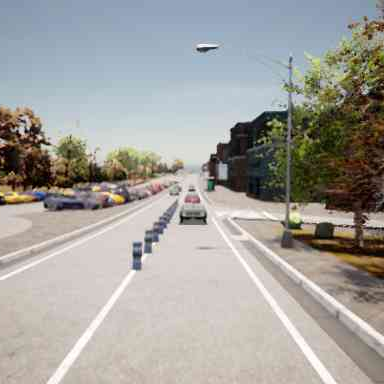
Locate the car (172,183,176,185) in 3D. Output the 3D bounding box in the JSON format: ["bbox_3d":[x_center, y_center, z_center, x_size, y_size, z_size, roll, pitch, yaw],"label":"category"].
[{"bbox_3d":[-3.294,-0.801,79.657,1.882,1.535,5.008,0,3,0],"label":"car"}]

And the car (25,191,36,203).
[{"bbox_3d":[-23.236,0.720,42.256,5.366,1.575,1.946,0,1,0],"label":"car"}]

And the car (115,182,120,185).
[{"bbox_3d":[-22.655,-1.254,89.593,4.674,1.452,2.002,0,3,0],"label":"car"}]

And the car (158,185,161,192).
[{"bbox_3d":[-9.732,-0.225,70.055,5.008,1.535,2.097,0,3,0],"label":"car"}]

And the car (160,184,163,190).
[{"bbox_3d":[-9.688,-0.476,75.622,4.674,1.452,2.002,0,3,0],"label":"car"}]

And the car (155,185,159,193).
[{"bbox_3d":[-9.754,-0.090,67.269,5.008,1.535,2.097,0,3,0],"label":"car"}]

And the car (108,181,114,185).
[{"bbox_3d":[-22.695,-1.081,81.235,5.566,2.045,2.435,0,3,0],"label":"car"}]

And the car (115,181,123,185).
[{"bbox_3d":[-22.635,-1.449,92.371,5.008,1.535,2.097,0,3,0],"label":"car"}]

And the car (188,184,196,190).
[{"bbox_3d":[-0.026,-1.372,89.491,1.994,1.385,4.181,0,3,0],"label":"car"}]

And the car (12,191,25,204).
[{"bbox_3d":[-23.260,0.763,39.461,5.366,1.575,1.946,0,1,0],"label":"car"}]

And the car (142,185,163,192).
[{"bbox_3d":[-9.638,-0.825,81.177,5.008,1.535,2.097,0,3,0],"label":"car"}]

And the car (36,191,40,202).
[{"bbox_3d":[-22.999,0.703,44.911,4.792,1.488,2.163,0,1,0],"label":"car"}]

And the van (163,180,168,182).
[{"bbox_3d":[-9.667,-1.669,92.282,4.442,1.987,1.878,0,3,0],"label":"van"}]

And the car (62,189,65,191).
[{"bbox_3d":[-22.951,0.449,53.406,4.892,1.521,2.231,0,2,0],"label":"car"}]

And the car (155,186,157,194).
[{"bbox_3d":[-9.787,0.076,64.484,4.674,1.452,2.002,0,3,0],"label":"car"}]

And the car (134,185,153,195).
[{"bbox_3d":[-9.862,0.137,58.915,4.553,1.767,2.185,0,2,0],"label":"car"}]

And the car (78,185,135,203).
[{"bbox_3d":[-10.023,0.521,39.410,5.566,2.045,2.435,0,1,0],"label":"car"}]

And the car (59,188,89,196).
[{"bbox_3d":[-22.870,0.035,64.422,5.008,1.535,2.097,0,2,0],"label":"car"}]

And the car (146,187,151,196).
[{"bbox_3d":[-9.883,0.391,56.135,4.792,1.488,2.163,0,2,0],"label":"car"}]

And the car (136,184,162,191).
[{"bbox_3d":[-9.684,-0.337,72.840,4.792,1.488,2.163,0,3,0],"label":"car"}]

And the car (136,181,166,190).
[{"bbox_3d":[-9.695,-0.922,78.385,5.566,2.045,2.435,0,3,0],"label":"car"}]

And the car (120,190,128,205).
[{"bbox_3d":[-10.012,0.806,36.620,5.008,1.535,2.097,0,1,0],"label":"car"}]

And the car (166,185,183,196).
[{"bbox_3d":[-3.329,0.007,63.863,2.128,1.511,4.902,0,2,1],"label":"car"}]

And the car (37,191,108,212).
[{"bbox_3d":[-10.059,0.891,28.271,4.792,1.488,2.163,0,0,0],"label":"car"}]

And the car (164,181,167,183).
[{"bbox_3d":[-9.566,-1.252,86.603,4.553,1.767,2.185,0,3,0],"label":"car"}]

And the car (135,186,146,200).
[{"bbox_3d":[-9.869,0.411,50.558,4.553,1.767,2.185,0,2,0],"label":"car"}]

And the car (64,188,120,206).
[{"bbox_3d":[-10.072,0.704,33.840,4.553,1.767,2.185,0,0,0],"label":"car"}]

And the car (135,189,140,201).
[{"bbox_3d":[-9.918,0.707,44.982,4.792,1.488,2.163,0,1,0],"label":"car"}]

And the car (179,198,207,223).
[{"bbox_3d":[0.080,1.424,24.086,1.895,1.301,4.718,0,1,0],"label":"car"}]

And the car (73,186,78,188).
[{"bbox_3d":[-22.703,0.150,61.634,5.366,1.575,1.946,0,2,0],"label":"car"}]

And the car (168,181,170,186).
[{"bbox_3d":[-9.532,-1.599,95.072,5.008,1.535,2.097,0,3,0],"label":"car"}]

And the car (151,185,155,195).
[{"bbox_3d":[-9.838,0.028,61.693,4.553,1.767,2.185,0,2,0],"label":"car"}]

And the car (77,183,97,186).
[{"bbox_3d":[-22.870,-0.341,67.197,5.566,2.045,2.435,0,3,0],"label":"car"}]

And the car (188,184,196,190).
[{"bbox_3d":[-0.044,-0.667,79.508,1.895,1.301,4.718,0,3,0],"label":"car"}]

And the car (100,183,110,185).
[{"bbox_3d":[-22.932,-0.679,78.470,5.366,1.575,1.946,0,3,0],"label":"car"}]

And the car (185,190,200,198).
[{"bbox_3d":[0.063,0.857,41.474,1.994,1.385,4.181,0,2,0],"label":"car"}]

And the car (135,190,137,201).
[{"bbox_3d":[-9.965,0.731,42.203,4.892,1.521,2.231,0,1,0],"label":"car"}]

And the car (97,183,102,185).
[{"bbox_3d":[-22.826,-0.491,72.777,4.553,1.767,2.185,0,3,0],"label":"car"}]

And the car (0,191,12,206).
[{"bbox_3d":[-23.126,0.828,36.669,4.792,1.488,2.163,0,0,1],"label":"car"}]

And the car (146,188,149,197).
[{"bbox_3d":[-9.848,0.483,53.348,4.792,1.488,2.163,0,2,0],"label":"car"}]

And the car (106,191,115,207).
[{"bbox_3d":[-10.094,0.875,31.055,4.792,1.488,2.163,0,0,0],"label":"car"}]
